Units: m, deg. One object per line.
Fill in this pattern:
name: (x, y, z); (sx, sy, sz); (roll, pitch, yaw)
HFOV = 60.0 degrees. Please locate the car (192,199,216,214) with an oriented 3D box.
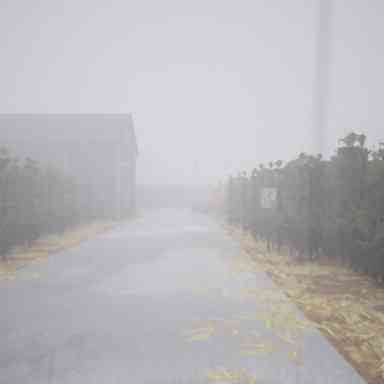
car: (1.761, 1.605, 38.955); (2.097, 1.767, 4.553); (0, 0, 25)
